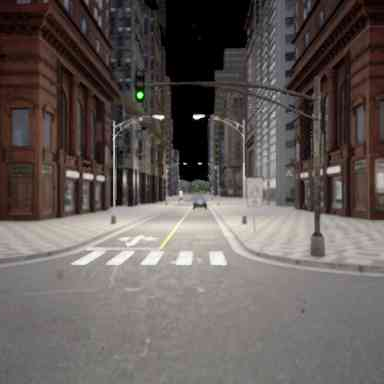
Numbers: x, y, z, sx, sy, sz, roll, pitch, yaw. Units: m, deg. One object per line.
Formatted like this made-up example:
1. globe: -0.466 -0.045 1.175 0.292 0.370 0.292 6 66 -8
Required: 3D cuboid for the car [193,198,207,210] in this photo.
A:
1. car: 1.210 1.693 49.752 2.097 1.767 4.553 0 0 2
